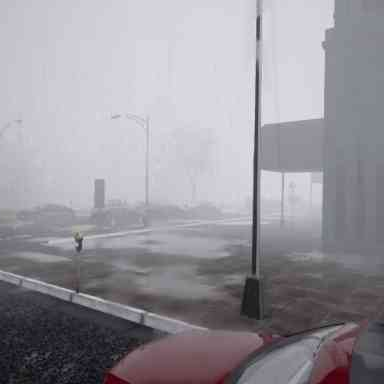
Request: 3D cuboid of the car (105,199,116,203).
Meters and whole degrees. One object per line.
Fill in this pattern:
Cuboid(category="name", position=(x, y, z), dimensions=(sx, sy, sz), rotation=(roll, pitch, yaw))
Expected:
Cuboid(category="car", position=(-8.301, 1.479, 34.169), dimensions=(1.967, 1.590, 4.097), rotation=(1, 0, 36))

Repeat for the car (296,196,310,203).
Cuboid(category="car", position=(27.782, 1.860, 83.216), dimensions=(1.752, 1.417, 4.829), rotation=(1, 0, 36))

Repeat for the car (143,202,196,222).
Cuboid(category="car", position=(-1.960, 1.735, 28.211), dimensions=(1.947, 1.339, 4.313), rotation=(1, 0, 36))

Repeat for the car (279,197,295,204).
Cuboid(category="car", position=(21.323, 1.847, 74.396), dimensions=(1.947, 1.339, 4.313), rotation=(1, 0, 36))

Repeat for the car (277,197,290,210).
Cuboid(category="car", position=(11.726, 1.718, 47.026), dimensions=(1.967, 1.590, 4.097), rotation=(1, 0, 36))

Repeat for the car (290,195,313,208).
Cuboid(category="car", position=(18.244, 1.771, 56.011), dimensions=(1.967, 1.590, 4.097), rotation=(1, 0, 36))

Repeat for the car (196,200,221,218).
Cuboid(category="car", position=(1.278, 1.776, 32.632), dimensions=(1.802, 1.307, 4.206), rotation=(1, 0, 36))

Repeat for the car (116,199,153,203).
Cuboid(category="car", position=(-4.862, 1.639, 34.261), dimensions=(2.033, 1.411, 5.357), rotation=(1, 0, 36))

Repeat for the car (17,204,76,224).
Cuboid(category="car", position=(-11.123, 1.605, 25.712), dimensions=(1.994, 1.385, 4.181), rotation=(1, 0, 36))

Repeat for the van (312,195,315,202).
Cuboid(category="van", position=(31.165, 1.705, 87.831), dimensions=(1.690, 1.788, 3.998), rotation=(1, 0, 36))

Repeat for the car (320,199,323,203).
Cuboid(category="car", position=(28.184, 1.939, 69.583), dimensions=(1.752, 1.417, 4.829), rotation=(1, 0, 36))

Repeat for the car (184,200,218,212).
Cuboid(category="car", position=(1.201, 1.741, 42.523), dimensions=(1.895, 1.301, 4.718), rotation=(1, 0, 36))

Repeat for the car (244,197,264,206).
Cuboid(category="car", position=(11.382, 1.725, 60.825), dimensions=(1.752, 1.417, 4.829), rotation=(1, 0, 36))

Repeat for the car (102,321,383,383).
Cuboid(category="car", position=(1.124, 1.582, 2.059), dimensions=(4.206, 1.307, 1.802), rotation=(0, 1, 35))

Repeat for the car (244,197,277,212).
Cuboid(category="car", position=(8.474, 1.567, 42.528), dimensions=(2.192, 1.841, 5.009), rotation=(1, 0, 36))

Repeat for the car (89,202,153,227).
Cuboid(category="car", position=(-5.199, 1.694, 23.789), dimensions=(2.008, 1.369, 4.403), rotation=(1, 0, 36))
